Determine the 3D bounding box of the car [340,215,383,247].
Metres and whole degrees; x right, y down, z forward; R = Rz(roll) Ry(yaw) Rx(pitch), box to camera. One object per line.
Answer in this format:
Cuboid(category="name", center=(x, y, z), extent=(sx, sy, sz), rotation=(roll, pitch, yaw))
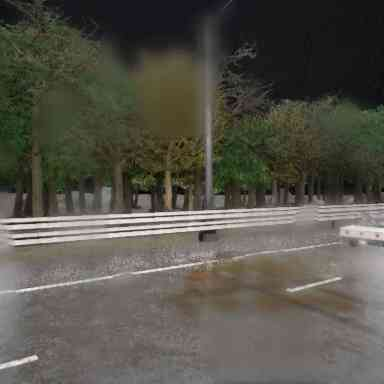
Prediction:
Cuboid(category="car", center=(8.291, 1.607, 13.751), extent=(4.718, 1.301, 1.895), rotation=(0, 0, -33))
